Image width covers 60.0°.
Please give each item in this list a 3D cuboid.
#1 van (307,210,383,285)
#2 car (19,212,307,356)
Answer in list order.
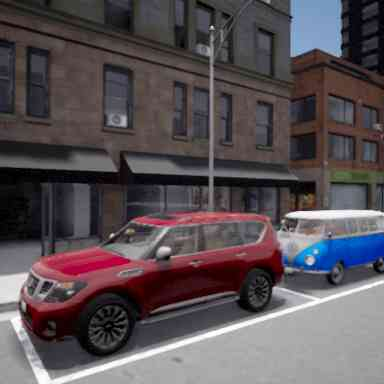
[{"bbox_3d":[4.101,1.424,9.461,3.998,1.788,1.690,1,-1,-36],"label":"van"},{"bbox_3d":[-0.377,1.346,6.266,5.009,1.841,2.192,1,-1,-36],"label":"car"}]
